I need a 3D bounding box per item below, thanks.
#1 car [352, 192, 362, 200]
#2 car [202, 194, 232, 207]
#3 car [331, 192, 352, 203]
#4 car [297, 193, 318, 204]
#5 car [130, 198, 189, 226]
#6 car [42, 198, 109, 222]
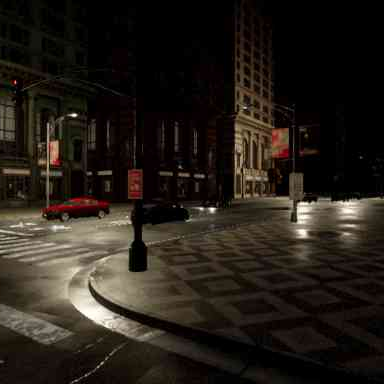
[{"bbox_3d":[29.565,0.676,60.404,1.812,1.442,4.674,0,1,35],"label":"car"},{"bbox_3d":[3.054,1.009,40.252,1.837,1.490,4.892,0,1,36],"label":"car"},{"bbox_3d":[22.408,0.834,50.329,1.812,1.442,4.674,0,1,36],"label":"car"},{"bbox_3d":[16.633,0.853,47.815,2.128,1.511,4.902,0,1,35],"label":"car"},{"bbox_3d":[-2.041,1.331,21.593,1.994,1.385,4.181,0,1,36],"label":"car"},{"bbox_3d":[-8.350,1.232,24.221,1.882,1.535,5.008,0,1,35],"label":"car"}]
